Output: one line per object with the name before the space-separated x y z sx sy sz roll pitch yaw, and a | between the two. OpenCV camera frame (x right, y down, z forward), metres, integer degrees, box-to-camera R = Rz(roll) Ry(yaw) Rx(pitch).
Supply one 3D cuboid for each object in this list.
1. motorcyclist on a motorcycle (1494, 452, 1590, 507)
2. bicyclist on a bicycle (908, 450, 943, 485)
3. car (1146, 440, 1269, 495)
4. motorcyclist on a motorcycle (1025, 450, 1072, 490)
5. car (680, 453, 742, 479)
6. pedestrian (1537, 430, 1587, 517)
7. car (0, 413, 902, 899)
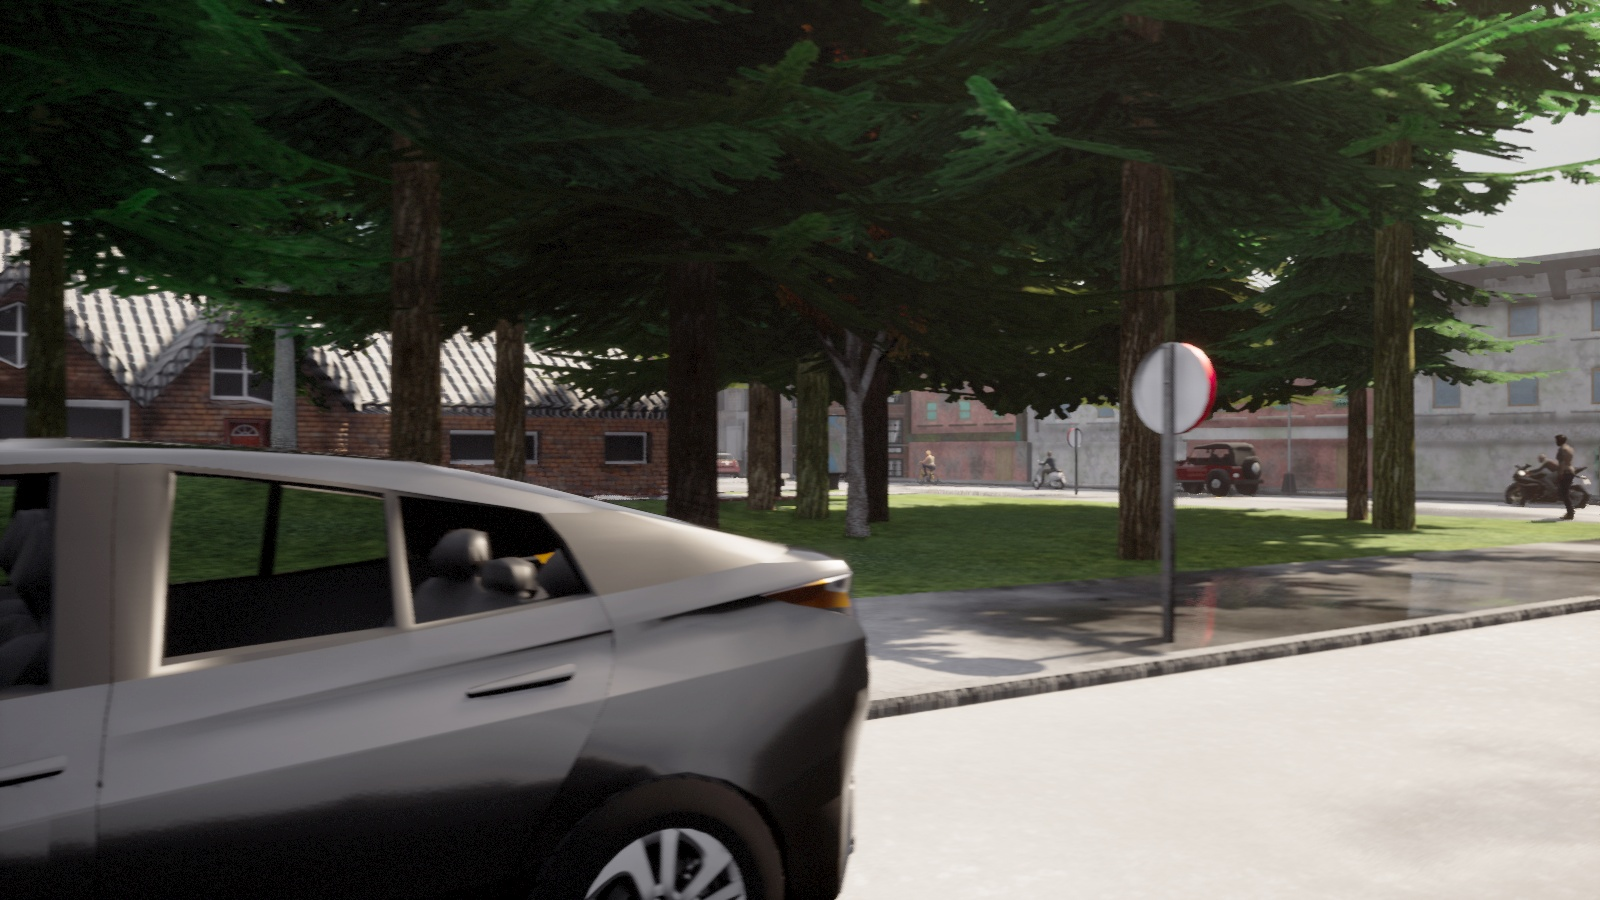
motorcyclist on a motorcycle | 21.143 0.825 35.826 0.866 1.530 2.191 0 0 -35
bicyclist on a bicycle | 5.806 0.813 58.092 0.866 1.612 1.509 0 0 -35
car | 14.630 0.622 45.253 1.905 1.878 3.866 0 0 -35
motorcyclist on a motorcycle | 10.207 0.805 51.686 0.866 1.590 1.817 0 0 -35
car | -5.299 0.905 74.210 1.970 1.475 3.806 0 0 -35
pedestrian | 16.183 0.487 26.676 0.328 1.805 0.869 0 0 -28
car | -2.163 0.703 2.763 4.514 1.525 2.007 0 0 -35
